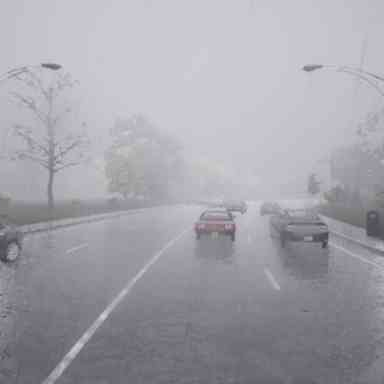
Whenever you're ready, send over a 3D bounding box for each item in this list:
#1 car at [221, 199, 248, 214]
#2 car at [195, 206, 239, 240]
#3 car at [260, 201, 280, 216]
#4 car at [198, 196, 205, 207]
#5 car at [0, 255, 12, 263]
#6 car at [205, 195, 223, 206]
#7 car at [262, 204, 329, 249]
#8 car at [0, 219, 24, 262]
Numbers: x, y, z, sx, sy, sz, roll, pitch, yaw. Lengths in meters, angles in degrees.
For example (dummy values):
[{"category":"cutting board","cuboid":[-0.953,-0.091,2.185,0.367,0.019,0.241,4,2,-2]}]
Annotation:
[{"category":"car","cuboid":[4.816,1.561,35.492,2.033,1.411,5.357,0,0,15]},{"category":"car","cuboid":[1.320,1.604,17.236,1.895,1.301,4.718,0,0,7]},{"category":"car","cuboid":[7.849,1.591,33.073,1.994,1.385,4.181,0,0,14]},{"category":"car","cuboid":[2.468,1.346,51.858,2.097,1.767,4.553,0,0,20]},{"category":"car","cuboid":[-3.462,1.554,2.320,1.994,1.385,4.181,0,0,2]},{"category":"car","cuboid":[3.501,1.530,44.114,1.812,1.442,4.674,0,0,18]},{"category":"car","cuboid":[4.573,1.506,14.725,2.128,1.511,4.902,0,0,6]},{"category":"car","cuboid":[-6.652,1.484,9.184,1.837,1.490,4.892,0,0,4]}]
